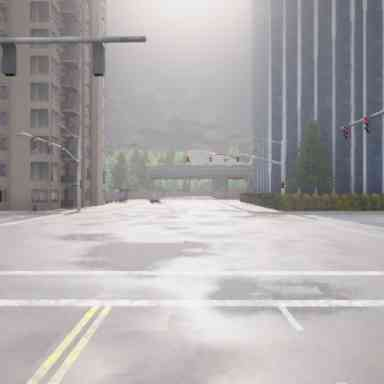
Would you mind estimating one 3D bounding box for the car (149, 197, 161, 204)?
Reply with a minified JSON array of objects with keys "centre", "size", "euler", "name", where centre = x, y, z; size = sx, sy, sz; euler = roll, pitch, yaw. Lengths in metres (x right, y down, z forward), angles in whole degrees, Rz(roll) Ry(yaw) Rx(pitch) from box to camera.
[{"centre":[-7.000,1.525,63.133],"size":[1.895,1.301,4.718],"euler":[0,0,0],"name":"car"}]
